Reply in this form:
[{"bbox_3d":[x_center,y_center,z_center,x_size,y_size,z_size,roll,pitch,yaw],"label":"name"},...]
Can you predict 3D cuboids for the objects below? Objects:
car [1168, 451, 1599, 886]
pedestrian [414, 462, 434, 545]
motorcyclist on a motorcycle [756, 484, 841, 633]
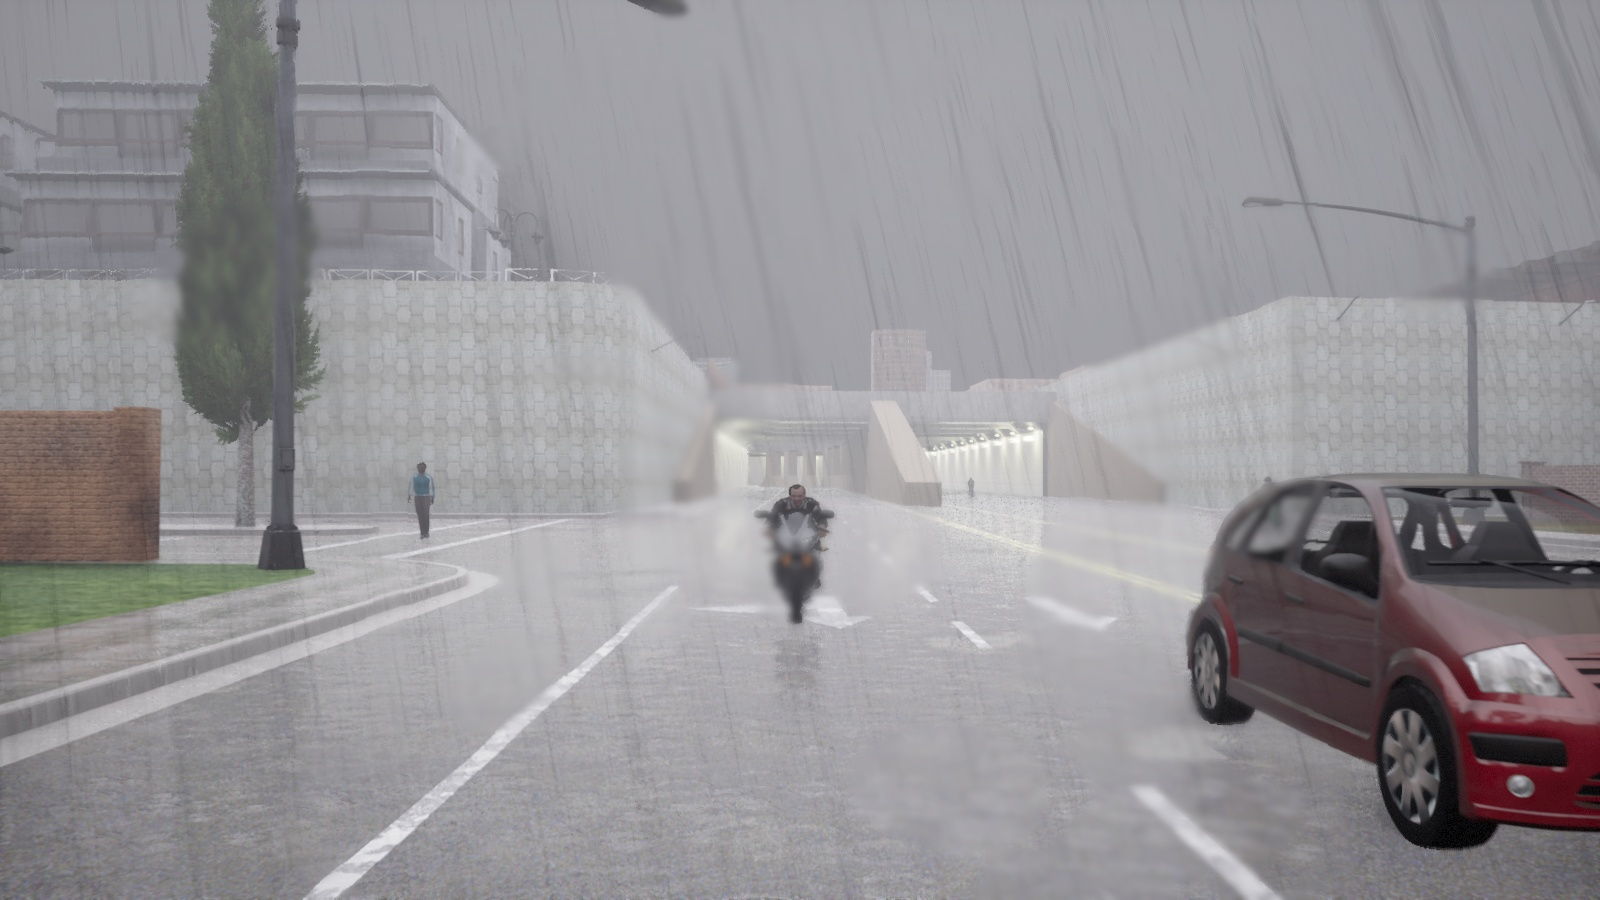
[{"bbox_3d":[3.481,0.852,6.680,1.851,1.617,3.988,0,-1,0],"label":"car"},{"bbox_3d":[-8.876,1.249,29.665,0.396,1.930,0.692,0,-1,-13],"label":"pedestrian"},{"bbox_3d":[-0.007,1.165,14.255,0.866,1.530,2.191,-1,-1,1],"label":"motorcyclist on a motorcycle"}]
